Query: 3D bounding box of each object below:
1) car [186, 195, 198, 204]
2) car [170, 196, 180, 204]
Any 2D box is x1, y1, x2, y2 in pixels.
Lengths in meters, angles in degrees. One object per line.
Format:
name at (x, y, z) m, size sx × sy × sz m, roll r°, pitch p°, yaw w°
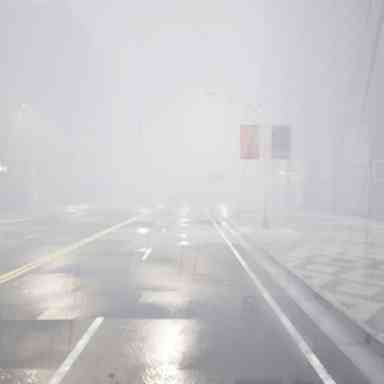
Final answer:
car at (-0.006, 1.355, 64.444) m, size 2.097 × 1.767 × 4.553 m, roll 0°, pitch 0°, yaw 0°
car at (-3.255, 1.491, 64.473) m, size 1.837 × 1.490 × 4.892 m, roll 0°, pitch 0°, yaw 0°
